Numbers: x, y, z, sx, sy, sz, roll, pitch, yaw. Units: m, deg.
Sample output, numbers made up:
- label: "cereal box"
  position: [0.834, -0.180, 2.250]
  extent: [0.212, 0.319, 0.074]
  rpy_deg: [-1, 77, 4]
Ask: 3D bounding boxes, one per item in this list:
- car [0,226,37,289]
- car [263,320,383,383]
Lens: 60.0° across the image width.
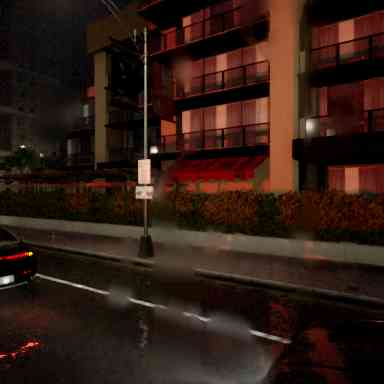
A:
- label: "car"
  position: [-5.708, 1.507, 8.090]
  extent: [4.892, 1.490, 1.837]
  rpy_deg: [0, 0, 35]
- label: "car"
  position: [3.092, 1.547, 1.858]
  extent: [5.357, 1.411, 2.033]
  rpy_deg: [0, 0, 35]
